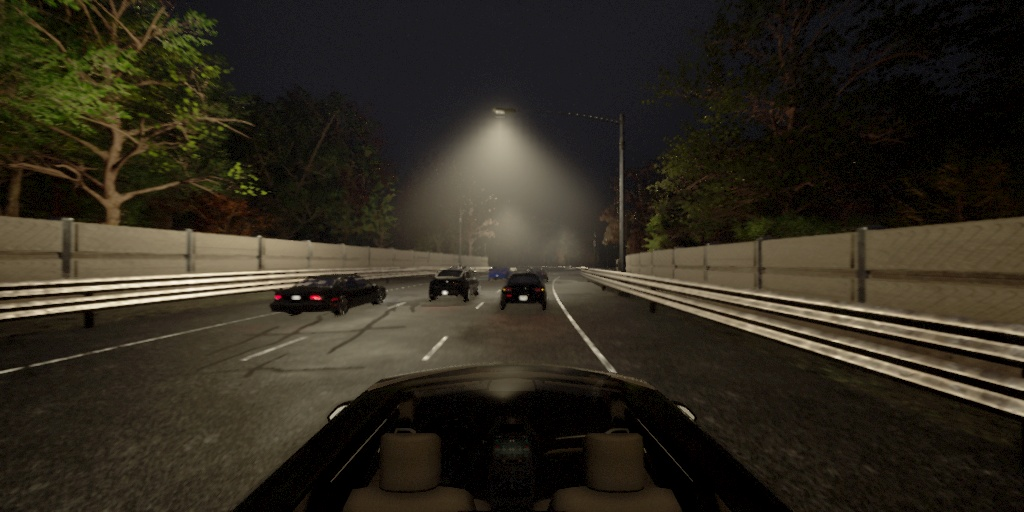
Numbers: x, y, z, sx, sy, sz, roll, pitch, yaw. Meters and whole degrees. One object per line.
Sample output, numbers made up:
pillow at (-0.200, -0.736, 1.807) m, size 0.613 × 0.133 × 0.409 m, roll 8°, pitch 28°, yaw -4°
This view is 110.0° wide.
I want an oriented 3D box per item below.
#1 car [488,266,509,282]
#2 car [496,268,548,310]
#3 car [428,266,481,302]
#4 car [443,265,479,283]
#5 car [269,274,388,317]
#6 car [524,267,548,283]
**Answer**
car at (-1.041, 1.709, 35.415) m, size 1.882 × 1.535 × 5.008 m, roll 0°, pitch -1°, yaw 8°
car at (0.537, 1.407, 15.442) m, size 1.812 × 1.442 × 4.674 m, roll 0°, pitch -1°, yaw 3°
car at (-2.800, 1.407, 18.171) m, size 1.837 × 1.490 × 4.892 m, roll 0°, pitch -1°, yaw 4°
car at (-4.749, 1.668, 34.084) m, size 2.128 × 1.511 × 4.902 m, roll 0°, pitch -1°, yaw 7°
car at (-6.587, 1.374, 13.636) m, size 2.033 × 1.411 × 5.357 m, roll 0°, pitch -1°, yaw 3°
car at (2.421, 1.807, 34.872) m, size 1.994 × 1.385 × 4.181 m, roll 0°, pitch -1°, yaw 8°
